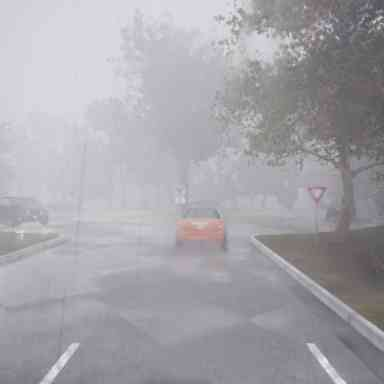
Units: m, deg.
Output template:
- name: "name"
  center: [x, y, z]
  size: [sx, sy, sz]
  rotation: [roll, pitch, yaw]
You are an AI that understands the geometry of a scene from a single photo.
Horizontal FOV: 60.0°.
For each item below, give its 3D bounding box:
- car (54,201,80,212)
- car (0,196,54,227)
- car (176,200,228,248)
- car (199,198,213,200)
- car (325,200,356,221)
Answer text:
- name: "car"
  center: [-16.413, 1.800, 41.906]
  size: [1.895, 1.301, 4.718]
  rotation: [0, 0, 23]
- name: "car"
  center: [-12.539, 1.337, 24.403]
  size: [5.566, 2.045, 2.150]
  rotation: [0, 0, 45]
- name: "car"
  center: [0.571, 1.424, 15.451]
  size: [2.097, 1.767, 4.553]
  rotation: [0, 0, 6]
- name: "car"
  center: [1.831, 1.720, 51.851]
  size: [5.008, 1.535, 1.882]
  rotation: [0, 0, 11]
- name: "car"
  center: [13.123, 1.486, 29.273]
  size: [2.097, 1.767, 4.553]
  rotation: [0, 0, 29]
